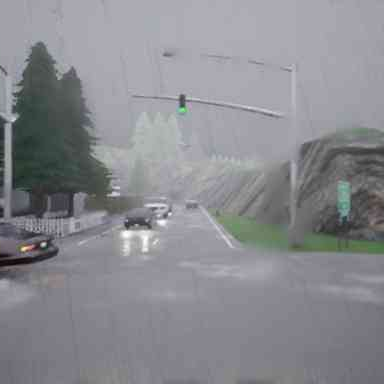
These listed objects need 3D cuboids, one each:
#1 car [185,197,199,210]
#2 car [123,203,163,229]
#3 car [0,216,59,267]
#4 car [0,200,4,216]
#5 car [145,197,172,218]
[{"bbox_3d":[0.053,2.009,52.964,1.882,1.535,5.008,0,-1,0],"label":"car"},{"bbox_3d":[-3.607,1.797,24.308,2.033,1.411,5.357,0,-1,0],"label":"car"},{"bbox_3d":[-6.847,1.528,9.893,5.357,1.411,2.033,1,-1,4],"label":"car"},{"bbox_3d":[-14.539,1.552,23.621,1.905,1.878,3.866,0,-1,-1],"label":"car"},{"bbox_3d":[-3.605,1.573,34.667,2.150,2.045,5.566,0,-1,0],"label":"car"}]
